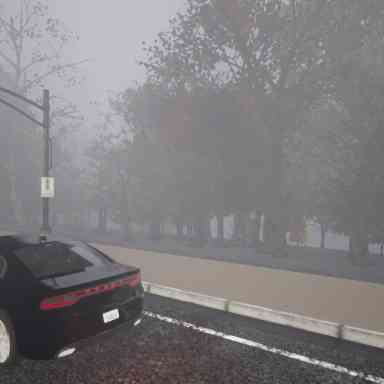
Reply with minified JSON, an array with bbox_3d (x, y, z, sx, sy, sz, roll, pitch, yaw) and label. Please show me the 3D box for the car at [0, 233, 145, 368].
[{"bbox_3d":[-3.051,1.477,5.855,5.008,1.535,1.882,0,0,37],"label":"car"}]
